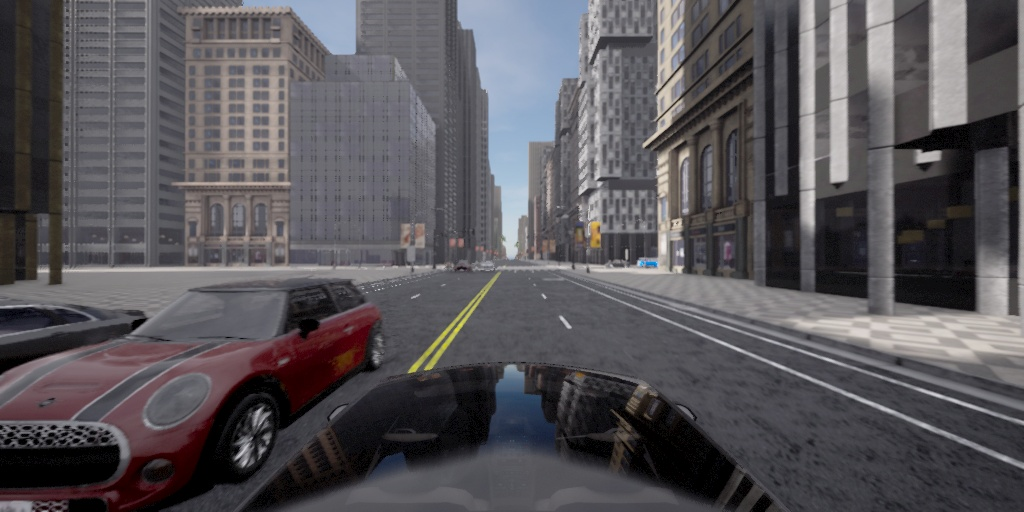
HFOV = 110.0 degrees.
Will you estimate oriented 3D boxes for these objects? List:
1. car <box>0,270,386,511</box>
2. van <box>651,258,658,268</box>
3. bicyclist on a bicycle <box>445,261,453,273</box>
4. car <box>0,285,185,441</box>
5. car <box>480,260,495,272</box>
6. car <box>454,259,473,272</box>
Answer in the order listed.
[{"bbox_3d":[-3.350,1.111,4.634,2.097,1.767,4.553,0,0,0],"label":"car"},{"bbox_3d":[24.717,1.184,56.556,3.998,1.789,1.690,0,0,0],"label":"van"},{"bbox_3d":[-7.884,1.337,44.723,0.866,1.612,1.509,-18,-4,12],"label":"bicyclist on a bicycle"},{"bbox_3d":[-6.601,1.247,3.625,2.128,1.511,4.902,0,0,0],"label":"car"},{"bbox_3d":[-3.245,1.324,48.549,1.812,1.442,4.674,0,0,0],"label":"car"},{"bbox_3d":[-6.495,1.244,48.580,2.097,1.767,4.553,0,0,0],"label":"car"}]
